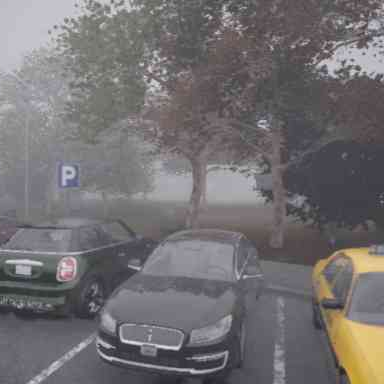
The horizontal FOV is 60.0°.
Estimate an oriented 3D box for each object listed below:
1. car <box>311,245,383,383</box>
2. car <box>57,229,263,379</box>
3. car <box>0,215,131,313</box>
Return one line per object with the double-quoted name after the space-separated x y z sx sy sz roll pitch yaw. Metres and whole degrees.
2.539 1.481 4.057 1.946 1.575 5.366 1 -1 15 "car"
0.166 1.486 5.961 2.231 1.521 4.892 1 -1 15 "car"
-2.278 1.357 7.637 2.185 1.767 4.553 0 -1 15 "car"
